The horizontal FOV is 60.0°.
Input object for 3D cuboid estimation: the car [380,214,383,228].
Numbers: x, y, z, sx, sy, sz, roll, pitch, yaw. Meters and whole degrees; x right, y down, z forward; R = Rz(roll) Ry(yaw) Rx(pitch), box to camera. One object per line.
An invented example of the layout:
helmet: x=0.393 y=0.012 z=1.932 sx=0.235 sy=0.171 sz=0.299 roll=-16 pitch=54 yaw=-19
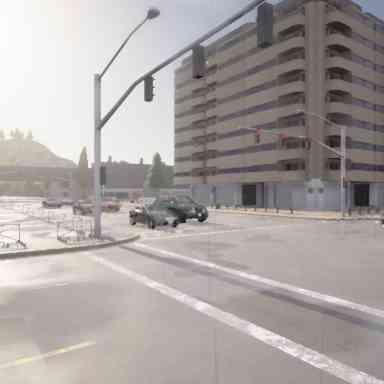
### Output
car: x=12.095 y=1.517 z=16.530 sx=4.902 sy=1.511 sz=2.128 roll=0 pitch=0 yaw=6

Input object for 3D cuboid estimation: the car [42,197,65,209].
car: x=-19.437 y=1.560 z=45.984 sx=1.837 sy=1.490 sz=4.892 roll=0 pitch=0 yaw=-35

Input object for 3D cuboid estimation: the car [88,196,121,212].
car: x=-10.043 y=1.407 z=38.744 sx=2.097 sy=1.767 sz=4.553 roll=0 pitch=0 yaw=-35

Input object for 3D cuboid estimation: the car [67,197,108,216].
car: x=-10.601 y=1.546 z=33.473 sx=2.128 sy=1.511 sz=4.902 roll=0 pitch=0 yaw=-35

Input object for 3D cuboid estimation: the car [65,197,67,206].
car: x=-20.780 y=1.581 z=54.027 sx=1.812 sy=1.442 sz=4.674 roll=0 pitch=0 yaw=-35

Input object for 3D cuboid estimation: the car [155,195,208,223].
car: x=-1.050 y=1.276 z=26.044 sx=2.150 sy=2.045 sz=5.566 roll=0 pitch=0 yaw=-35

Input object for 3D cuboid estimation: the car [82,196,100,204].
car: x=-19.679 y=1.533 z=64.794 sx=1.882 sy=1.535 sz=5.008 roll=0 pitch=0 yaw=-35

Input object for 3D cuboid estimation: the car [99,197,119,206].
car: x=-14.280 y=1.581 z=57.170 sx=1.812 sy=1.442 sz=4.674 roll=0 pitch=0 yaw=-35

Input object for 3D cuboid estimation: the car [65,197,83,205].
car: x=-22.087 y=1.619 z=62.139 sx=1.994 sy=1.385 sz=4.181 roll=0 pitch=0 yaw=-35

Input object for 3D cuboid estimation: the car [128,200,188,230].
car: x=-2.607 y=1.546 z=22.027 sx=2.128 sy=1.511 sz=4.902 roll=0 pitch=0 yaw=-33
